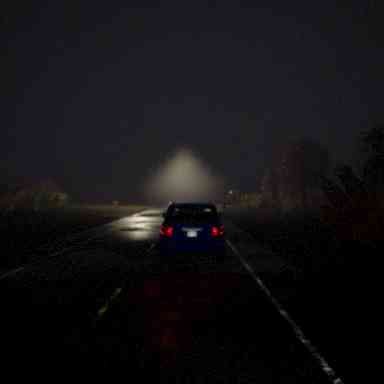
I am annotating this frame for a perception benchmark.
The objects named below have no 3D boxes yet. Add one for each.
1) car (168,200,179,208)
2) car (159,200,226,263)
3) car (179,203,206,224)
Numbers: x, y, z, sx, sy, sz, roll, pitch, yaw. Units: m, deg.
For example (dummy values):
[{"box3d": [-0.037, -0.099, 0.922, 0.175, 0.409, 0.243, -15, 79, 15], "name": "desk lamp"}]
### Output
[{"box3d": [-3.514, 2.218, 64.601, 1.812, 1.442, 4.674, 0, -1, 0], "name": "car"}, {"box3d": [0.012, 1.356, 12.608, 2.150, 2.045, 5.566, 0, 0, 0], "name": "car"}, {"box3d": [0.027, 1.790, 28.516, 2.128, 1.511, 4.902, 0, 0, 0], "name": "car"}]
